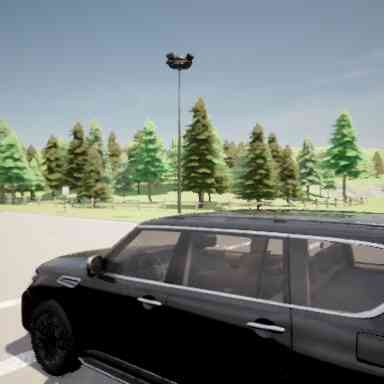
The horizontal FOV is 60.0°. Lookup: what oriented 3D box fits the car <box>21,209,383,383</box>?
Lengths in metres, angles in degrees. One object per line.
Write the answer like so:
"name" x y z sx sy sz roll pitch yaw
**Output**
"car" 0.299 1.223 3.866 5.566 2.045 2.150 0 0 36
